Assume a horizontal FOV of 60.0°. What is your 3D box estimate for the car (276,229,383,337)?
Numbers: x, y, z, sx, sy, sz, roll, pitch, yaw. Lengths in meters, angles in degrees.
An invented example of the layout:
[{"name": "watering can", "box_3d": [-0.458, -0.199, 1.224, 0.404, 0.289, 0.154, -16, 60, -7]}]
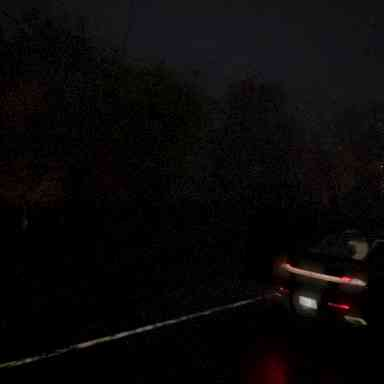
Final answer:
[{"name": "car", "box_3d": [3.767, 1.495, 6.556, 4.902, 1.511, 2.128, 0, 0, -36]}]
